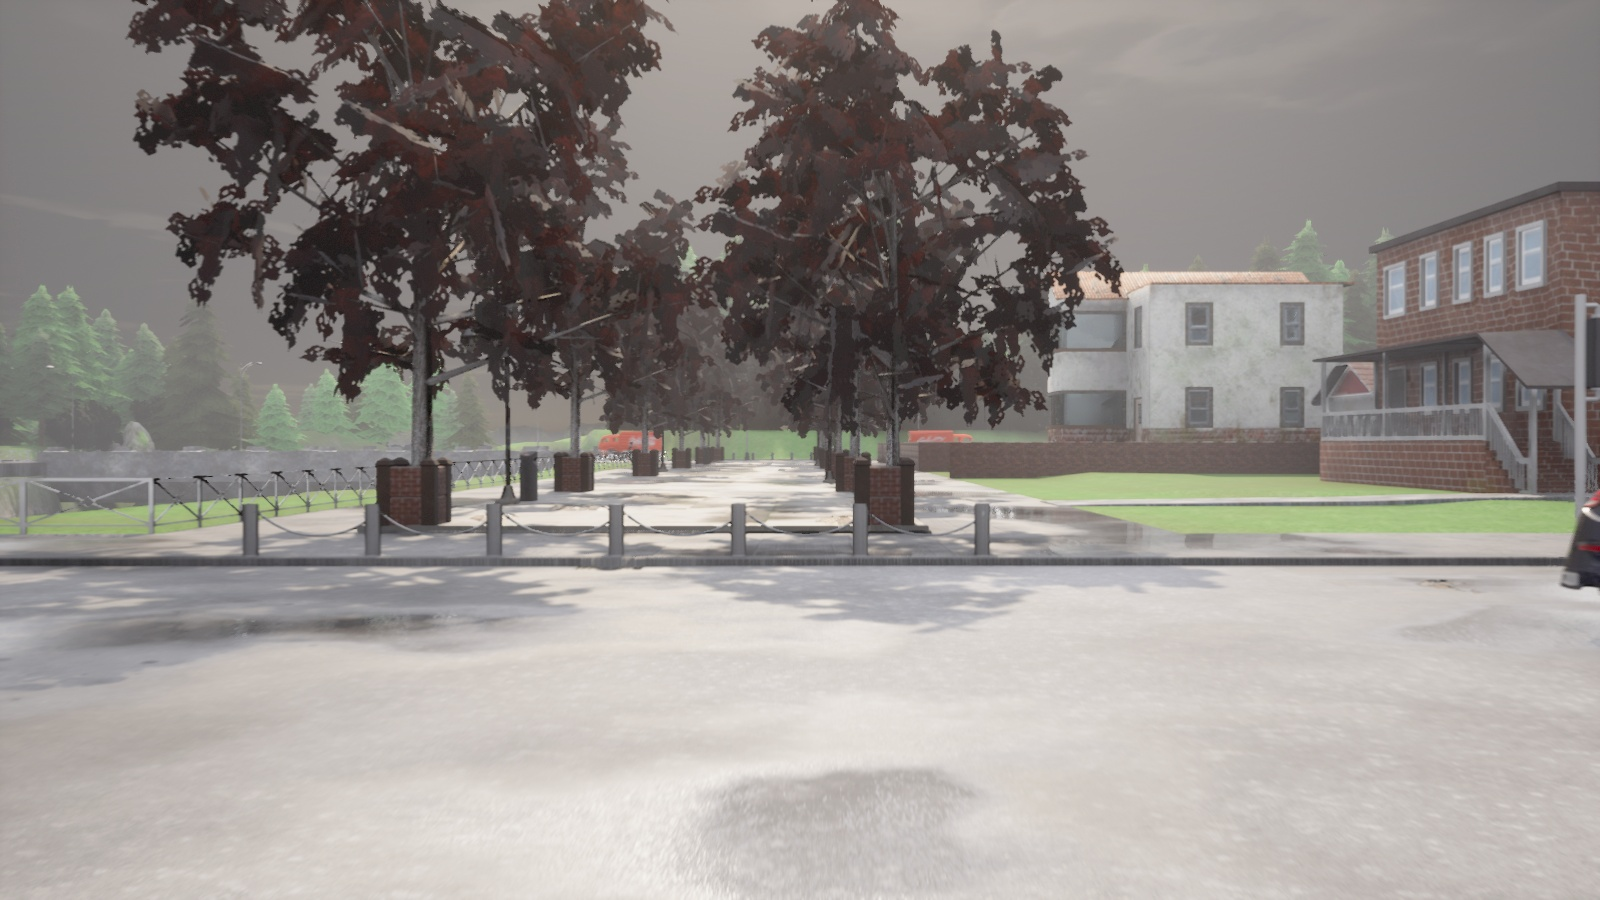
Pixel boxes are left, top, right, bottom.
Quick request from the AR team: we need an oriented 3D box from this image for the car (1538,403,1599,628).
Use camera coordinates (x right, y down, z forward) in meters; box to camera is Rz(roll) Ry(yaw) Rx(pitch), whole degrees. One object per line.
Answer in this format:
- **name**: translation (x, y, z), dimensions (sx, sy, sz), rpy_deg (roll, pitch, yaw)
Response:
- **car**: translation (8.424, 0.482, 9.112), dimensions (5.027, 1.651, 2.152), rpy_deg (0, 0, -8)
